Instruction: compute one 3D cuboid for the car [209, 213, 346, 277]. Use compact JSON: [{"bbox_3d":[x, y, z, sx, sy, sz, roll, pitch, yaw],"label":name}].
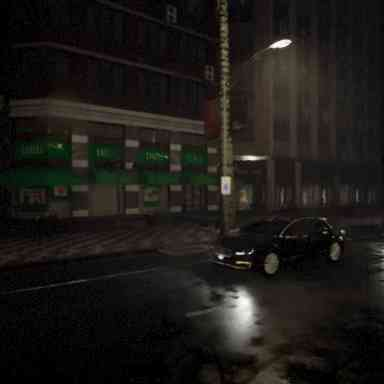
[{"bbox_3d":[2.752,1.453,10.159,4.892,1.490,1.837,0,0,-35],"label":"car"}]
